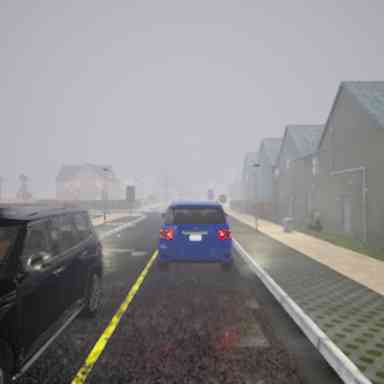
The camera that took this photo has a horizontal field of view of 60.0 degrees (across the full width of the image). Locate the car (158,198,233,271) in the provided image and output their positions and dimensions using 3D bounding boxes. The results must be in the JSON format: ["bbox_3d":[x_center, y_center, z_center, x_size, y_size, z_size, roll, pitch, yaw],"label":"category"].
[{"bbox_3d":[0.093,1.333,11.408,2.150,2.045,5.566,0,-1,0],"label":"car"}]

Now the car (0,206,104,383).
[{"bbox_3d":[-2.852,1.269,4.628,2.150,2.045,5.566,0,-1,0],"label":"car"}]

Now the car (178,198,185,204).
[{"bbox_3d":[-2.755,2.301,87.568,1.812,1.442,4.674,0,-1,0],"label":"car"}]

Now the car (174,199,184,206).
[{"bbox_3d":[-2.754,2.224,71.973,1.837,1.490,4.892,0,-1,0],"label":"car"}]

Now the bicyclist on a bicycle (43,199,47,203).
[{"bbox_3d":[-20.215,1.799,45.762,0.582,1.620,1.656,0,-1,0],"label":"bicyclist on a bicycle"}]

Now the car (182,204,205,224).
[{"bbox_3d":[0.093,1.809,28.490,1.812,1.442,4.674,0,-1,0],"label":"car"}]
